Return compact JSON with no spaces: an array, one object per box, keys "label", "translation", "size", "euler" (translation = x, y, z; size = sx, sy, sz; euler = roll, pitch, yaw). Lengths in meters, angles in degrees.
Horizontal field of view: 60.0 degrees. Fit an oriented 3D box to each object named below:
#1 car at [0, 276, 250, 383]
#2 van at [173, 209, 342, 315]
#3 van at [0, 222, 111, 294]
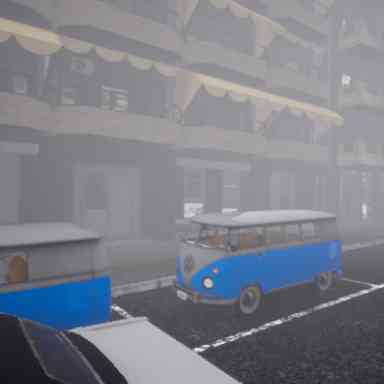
[{"label":"car","translation":[-1.910,1.605,1.710],"size":[4.718,1.301,1.895],"euler":[0,0,-35]},{"label":"van","translation":[1.539,1.309,7.160],"size":[3.998,1.788,1.690],"euler":[0,2,-35]},{"label":"van","translation":[-2.969,1.343,3.953],"size":[3.998,1.788,1.690],"euler":[0,2,-35]}]
